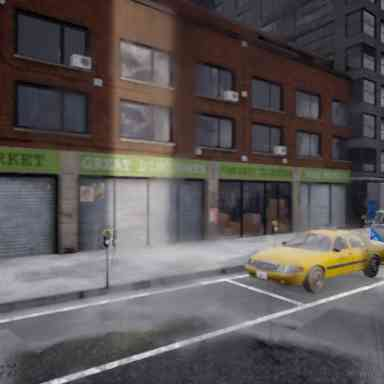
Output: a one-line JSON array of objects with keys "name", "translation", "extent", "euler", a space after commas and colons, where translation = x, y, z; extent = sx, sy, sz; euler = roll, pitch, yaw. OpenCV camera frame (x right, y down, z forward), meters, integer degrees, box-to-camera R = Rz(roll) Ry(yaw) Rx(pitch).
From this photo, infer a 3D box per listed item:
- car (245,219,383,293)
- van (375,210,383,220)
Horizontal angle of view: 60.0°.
[{"name": "car", "translation": [3.576, 1.626, 9.098], "extent": [4.829, 1.417, 1.752], "euler": [1, -1, -36]}, {"name": "van", "translation": [8.261, 1.513, 12.444], "extent": [3.998, 1.788, 1.690], "euler": [1, -1, -36]}]
